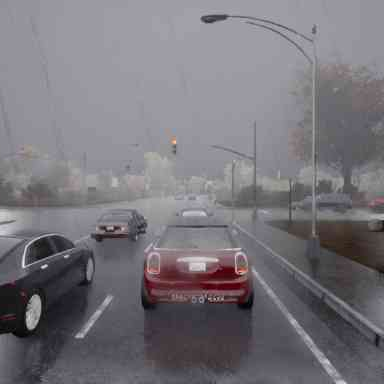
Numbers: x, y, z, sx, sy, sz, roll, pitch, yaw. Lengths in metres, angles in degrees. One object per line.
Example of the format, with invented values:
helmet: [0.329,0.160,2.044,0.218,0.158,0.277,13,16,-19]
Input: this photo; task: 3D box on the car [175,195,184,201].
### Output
car: [-3.424,1.544,85.290,1.994,1.385,4.181,0,0,0]

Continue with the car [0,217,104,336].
car: [-3.393,1.505,6.636,1.837,1.490,4.892,0,0,0]

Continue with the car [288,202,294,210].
car: [14.020,1.505,39.913,4.892,1.490,1.837,0,0,3]

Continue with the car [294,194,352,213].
car: [14.496,1.221,36.377,5.566,2.045,2.150,0,0,3]

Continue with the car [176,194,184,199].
car: [-3.376,1.402,95.317,1.994,1.385,4.181,0,0,1]

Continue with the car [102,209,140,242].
car: [-3.388,1.547,16.294,2.033,1.411,5.357,0,0,0]

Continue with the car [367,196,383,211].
car: [23.854,1.211,39.372,5.566,2.045,2.150,0,0,3]

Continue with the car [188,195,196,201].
car: [0.074,1.500,84.967,1.837,1.490,4.892,0,0,0]

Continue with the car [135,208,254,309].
car: [0.106,1.352,8.049,2.097,1.767,4.553,0,0,0]

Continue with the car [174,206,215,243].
car: [0.114,1.526,17.089,1.812,1.442,4.674,0,0,0]
